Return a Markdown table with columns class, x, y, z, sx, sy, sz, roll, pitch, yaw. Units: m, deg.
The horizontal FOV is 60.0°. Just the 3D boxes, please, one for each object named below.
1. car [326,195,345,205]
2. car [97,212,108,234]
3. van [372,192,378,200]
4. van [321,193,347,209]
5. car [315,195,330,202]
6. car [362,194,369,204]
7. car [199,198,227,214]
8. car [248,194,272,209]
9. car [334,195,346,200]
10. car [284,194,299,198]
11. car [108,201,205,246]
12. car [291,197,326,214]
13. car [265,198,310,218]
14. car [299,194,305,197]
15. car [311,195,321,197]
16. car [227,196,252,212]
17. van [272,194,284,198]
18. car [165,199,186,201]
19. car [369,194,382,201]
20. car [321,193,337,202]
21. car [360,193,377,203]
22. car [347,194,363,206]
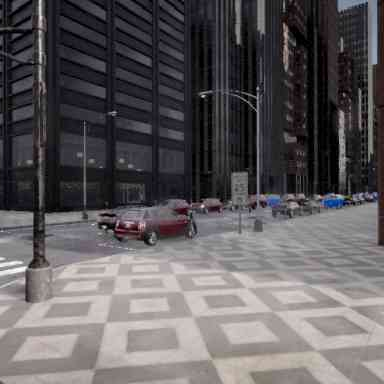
| class | x | y | z | sx | sy | sz | roll | pitch | yaw |
| --- | --- | --- | --- | --- | --- | --- | --- | --- | --- |
| car | 23.819 | 1.340 | 54.951 | 1.882 | 1.535 | 5.008 | 0 | 0 | 35 |
| car | -2.794 | 1.453 | 17.940 | 2.128 | 1.511 | 4.902 | 0 | 0 | 36 |
| van | 37.814 | 1.160 | 69.856 | 1.690 | 1.788 | 3.998 | 0 | 0 | 36 |
| van | 18.168 | 1.219 | 42.531 | 1.690 | 1.788 | 3.998 | 0 | 0 | 36 |
| car | 27.610 | 1.411 | 70.266 | 2.008 | 1.369 | 4.403 | 0 | 0 | 36 |
| car | 27.992 | 1.412 | 56.194 | 1.947 | 1.339 | 4.313 | 0 | 0 | 36 |
| car | 1.413 | 1.387 | 33.831 | 1.967 | 1.590 | 4.097 | 0 | 0 | 36 |
| car | 7.962 | 1.237 | 42.940 | 2.192 | 1.841 | 5.009 | 0 | 0 | 36 |
| car | 37.434 | 1.400 | 83.930 | 1.947 | 1.339 | 4.313 | 0 | 0 | 36 |
| car | 14.511 | 1.214 | 52.049 | 2.192 | 1.841 | 5.009 | 0 | 0 | 36 |
| car | -1.478 | 1.395 | 15.207 | 1.967 | 1.590 | 4.097 | 0 | 0 | 36 |
| car | 11.620 | 1.467 | 33.423 | 1.947 | 1.339 | 4.313 | 0 | 0 | 36 |
| car | 8.346 | 1.465 | 28.869 | 2.008 | 1.369 | 4.403 | 0 | 0 | 36 |
| car | 17.785 | 1.203 | 56.602 | 2.192 | 1.841 | 5.009 | 0 | 0 | 36 |
| car | 24.335 | 1.309 | 65.712 | 1.967 | 1.590 | 4.097 | 0 | 0 | 36 |
| car | 4.688 | 1.484 | 38.385 | 2.008 | 1.369 | 4.403 | 0 | 0 | 36 |
| van | 11.236 | 1.251 | 47.493 | 1.690 | 1.788 | 3.998 | 0 | 0 | 36 |
| car | -1.861 | 1.400 | 29.276 | 1.967 | 1.590 | 4.097 | 0 | 0 | 36 |
| car | 41.089 | 1.250 | 74.410 | 1.967 | 1.590 | 4.097 | 0 | 0 | 36 |
| car | 30.884 | 1.166 | 74.821 | 2.192 | 1.841 | 5.009 | 0 | 0 | 36 |
| car | 34.541 | 1.372 | 65.302 | 1.887 | 1.381 | 4.507 | 0 | 0 | 36 |
| car | 24.717 | 1.422 | 51.639 | 1.947 | 1.339 | 4.313 | 0 | 0 | 36 |
